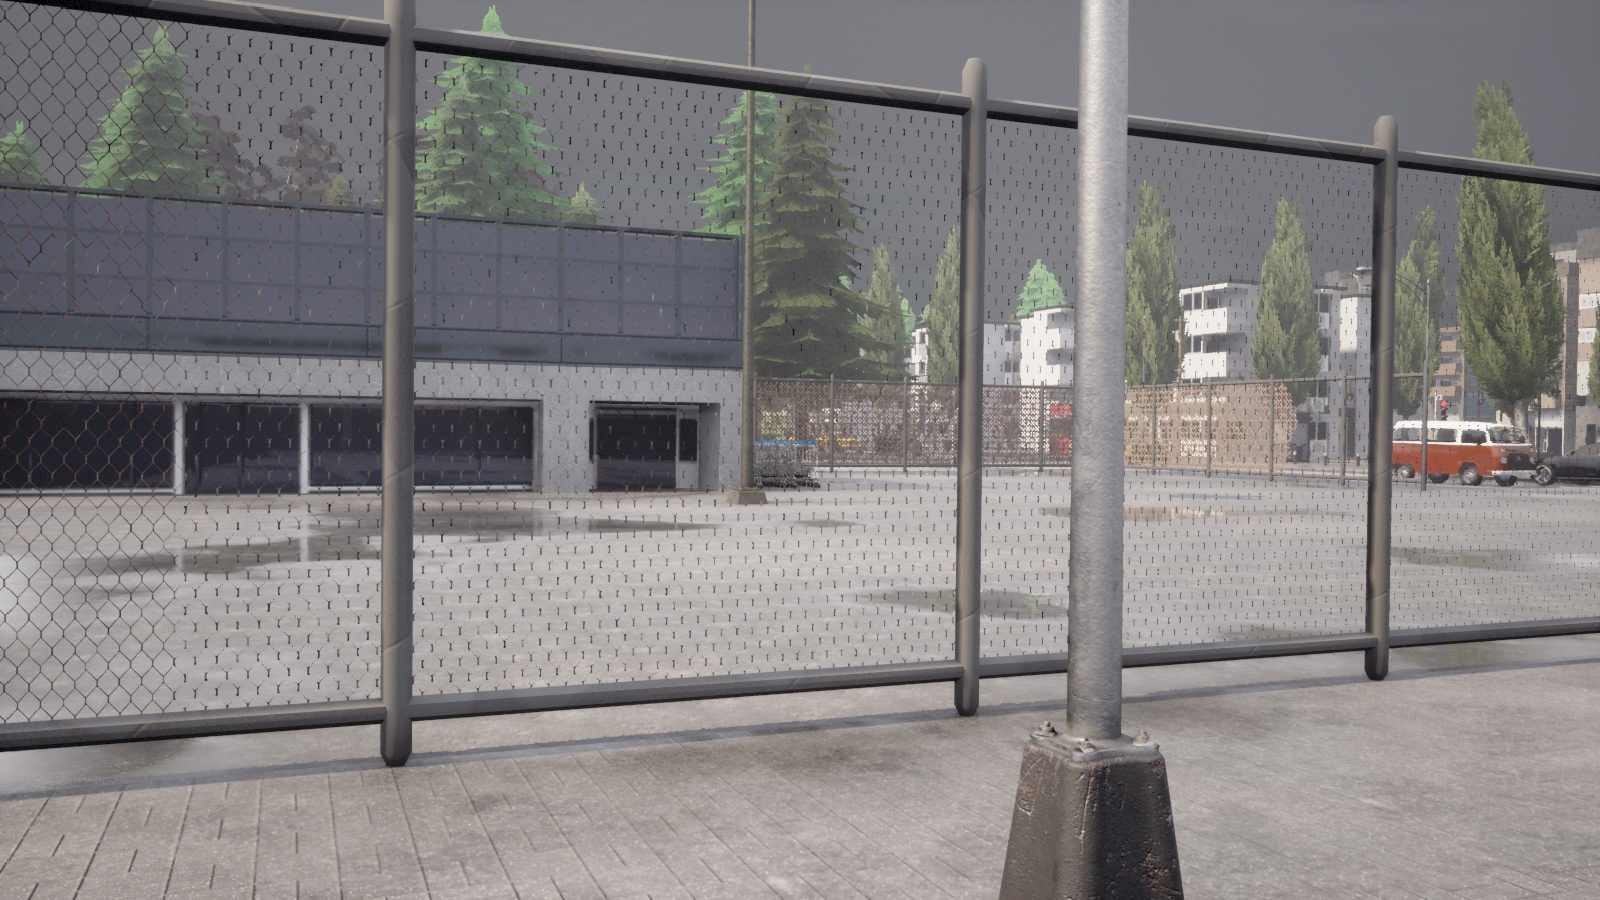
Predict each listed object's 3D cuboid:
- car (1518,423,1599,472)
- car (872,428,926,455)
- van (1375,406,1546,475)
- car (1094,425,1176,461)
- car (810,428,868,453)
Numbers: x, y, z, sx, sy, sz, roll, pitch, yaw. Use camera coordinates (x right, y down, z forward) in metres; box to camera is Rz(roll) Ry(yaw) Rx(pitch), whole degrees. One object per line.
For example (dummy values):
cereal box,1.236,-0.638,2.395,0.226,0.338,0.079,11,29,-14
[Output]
car,25.242,-0.109,39.003,2.163,1.488,4.792,-1,1,-22
car,5.938,-0.520,75.749,1.789,1.549,3.705,-1,1,-21
van,20.695,-0.351,39.550,2.069,2.038,4.480,-1,2,-22
car,15.239,-0.347,56.972,2.007,1.525,4.514,0,1,37
car,2.559,-0.657,83.993,1.801,1.575,5.366,-1,1,-22
